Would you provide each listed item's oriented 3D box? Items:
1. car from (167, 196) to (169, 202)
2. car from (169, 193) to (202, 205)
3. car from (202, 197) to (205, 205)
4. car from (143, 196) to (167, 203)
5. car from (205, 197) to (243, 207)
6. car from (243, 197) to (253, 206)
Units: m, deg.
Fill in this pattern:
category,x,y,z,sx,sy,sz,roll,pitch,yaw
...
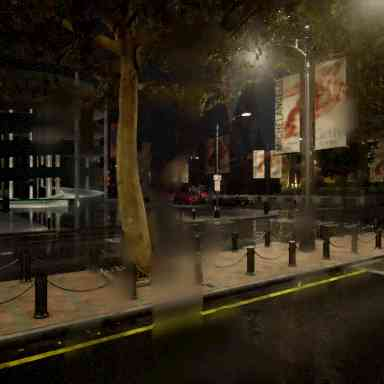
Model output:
category,x,y,z,sx,sy,sz,roll,pitch,yaw
car,-4.461,1.526,68.535,1.812,1.442,4.674,0,0,-44
car,-1.166,1.221,58.921,2.150,2.045,5.566,0,0,-36
car,1.854,1.547,60.713,2.033,1.411,5.357,0,0,-36
car,-7.826,1.478,66.762,5.008,1.535,1.882,0,0,42
car,4.743,1.547,50.619,2.033,1.411,5.357,0,0,-35
car,7.500,1.491,52.763,2.128,1.511,4.902,0,0,-35
